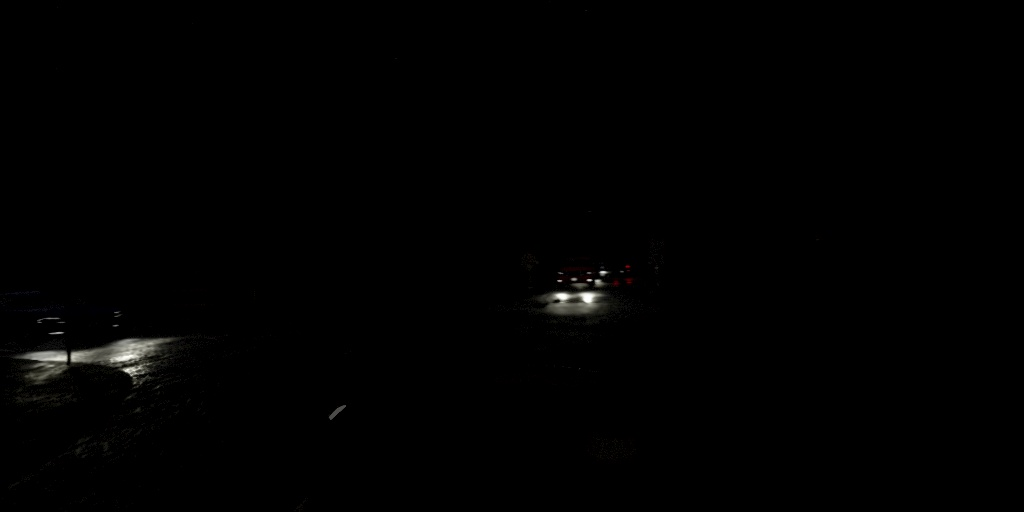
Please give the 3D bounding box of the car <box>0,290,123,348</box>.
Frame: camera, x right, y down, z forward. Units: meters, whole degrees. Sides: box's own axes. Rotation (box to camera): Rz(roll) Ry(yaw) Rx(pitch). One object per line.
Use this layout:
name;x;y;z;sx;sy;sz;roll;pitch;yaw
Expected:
car;-14.627;1.820;11.128;5.008;1.535;1.882;-2;-2;15

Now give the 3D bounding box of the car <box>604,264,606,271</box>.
car;12.019;1.398;49.812;2.033;1.411;5.357;-2;-1;17

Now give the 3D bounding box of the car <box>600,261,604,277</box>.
car;7.434;1.323;34.299;1.882;1.535;5.008;-2;-1;16

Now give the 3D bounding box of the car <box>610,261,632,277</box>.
car;10.850;1.227;35.491;2.128;1.511;4.902;-2;-1;16

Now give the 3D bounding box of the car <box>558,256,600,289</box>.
car;4.534;1.063;24.450;2.150;2.045;5.566;-2;-1;16
